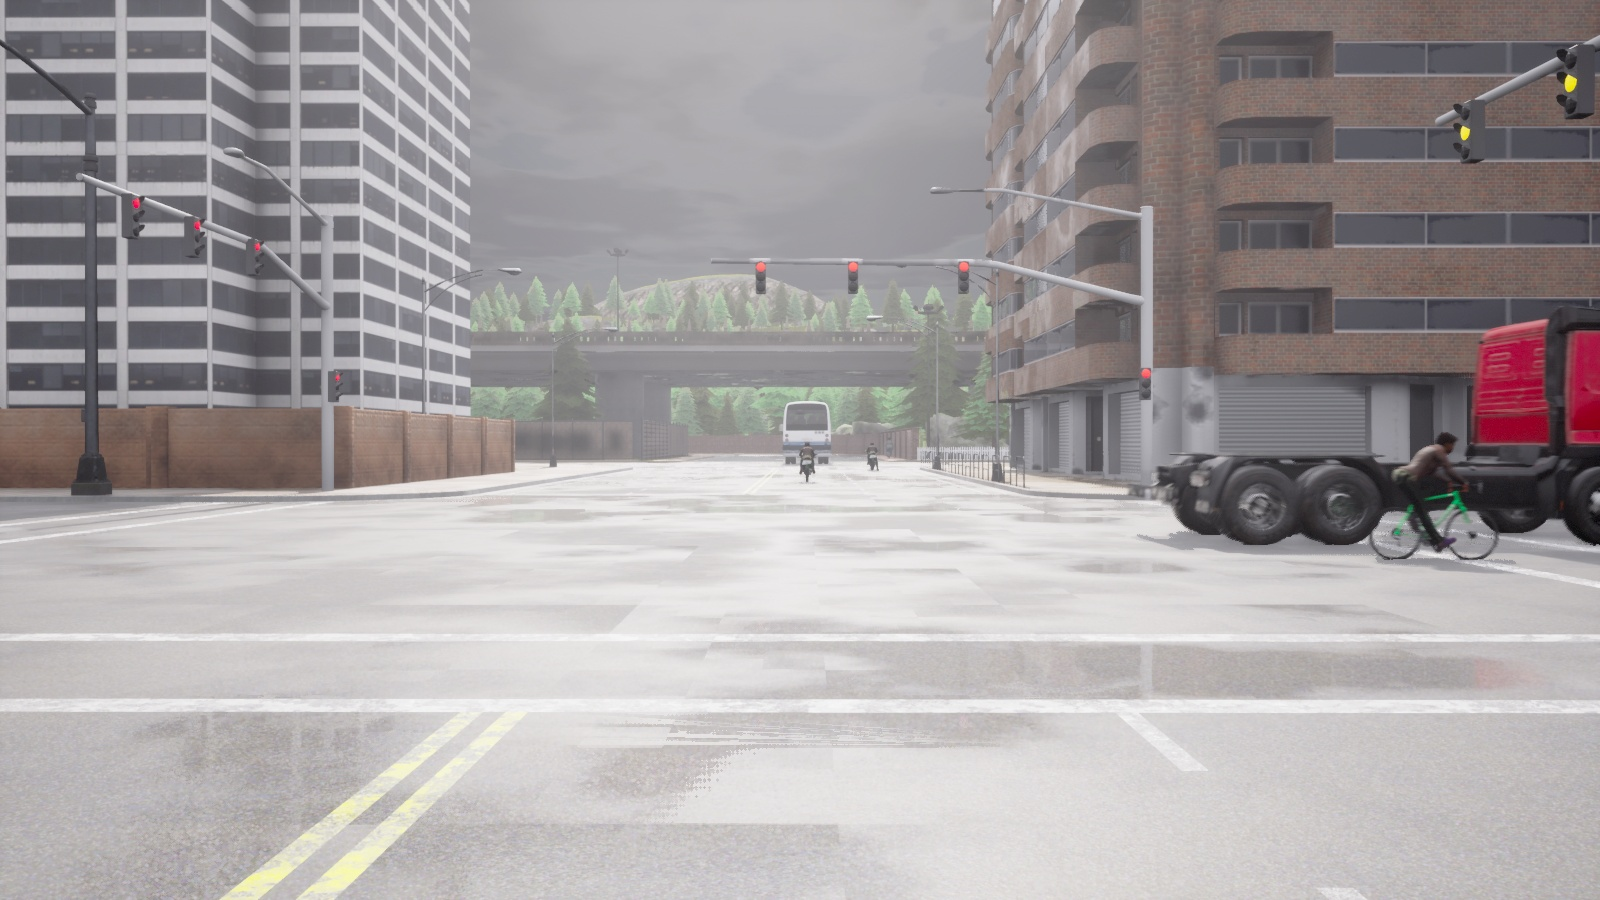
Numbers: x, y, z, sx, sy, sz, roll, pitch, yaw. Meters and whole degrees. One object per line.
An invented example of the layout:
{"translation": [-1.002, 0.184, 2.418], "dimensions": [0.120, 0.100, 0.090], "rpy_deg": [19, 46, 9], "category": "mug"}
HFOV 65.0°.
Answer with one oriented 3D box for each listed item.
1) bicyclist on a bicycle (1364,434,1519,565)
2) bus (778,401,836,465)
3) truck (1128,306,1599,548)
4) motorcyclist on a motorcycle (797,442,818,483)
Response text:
{"translation": [8.094, 0.616, 15.883], "dimensions": [1.656, 1.620, 0.582], "rpy_deg": [0, 0, 1], "category": "bicyclist on a bicycle"}
{"translation": [0.499, -1.169, 89.615], "dimensions": [3.944, 4.253, 10.273], "rpy_deg": [0, 0, 0], "category": "bus"}
{"translation": [9.410, -0.337, 19.364], "dimensions": [7.936, 3.462, 2.891], "rpy_deg": [0, 0, 1], "category": "truck"}
{"translation": [0.275, 0.459, 47.822], "dimensions": [0.797, 1.523, 2.044], "rpy_deg": [0, 0, 0], "category": "motorcyclist on a motorcycle"}
